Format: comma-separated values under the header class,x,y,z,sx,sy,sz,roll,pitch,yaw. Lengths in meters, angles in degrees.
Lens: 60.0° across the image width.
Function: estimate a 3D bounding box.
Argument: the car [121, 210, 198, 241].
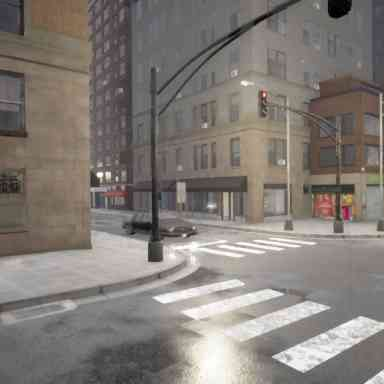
class,x,y,z,sx,sy,sz,roll,pitch,yaw
car,-1.966,1.698,17.948,2.033,1.411,5.357,-1,0,-37
